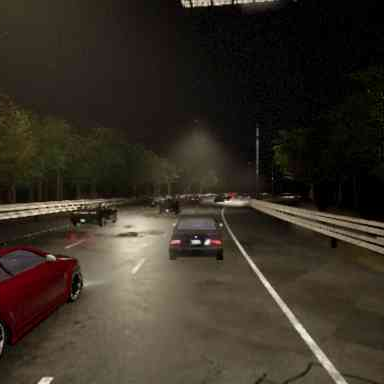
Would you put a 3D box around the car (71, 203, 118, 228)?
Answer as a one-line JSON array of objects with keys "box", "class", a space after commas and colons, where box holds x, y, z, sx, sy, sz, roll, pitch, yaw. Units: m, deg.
[{"box": [-6.344, 1.475, 22.165, 2.128, 1.511, 4.902, 0, 0, 3], "class": "car"}]

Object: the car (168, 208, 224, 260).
[{"box": [0.196, 1.548, 12.481, 2.033, 1.411, 5.357, 0, 0, 2], "class": "car"}]

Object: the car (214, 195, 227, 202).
[{"box": [5.969, 1.521, 71.964, 1.994, 1.385, 4.181, 0, 0, 10], "class": "car"}]

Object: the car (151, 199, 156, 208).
[{"box": [-4.436, 1.584, 47.633, 1.895, 1.301, 4.718, 0, 0, 6], "class": "car"}]

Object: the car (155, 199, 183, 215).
[{"box": [-2.115, 1.496, 33.657, 1.837, 1.490, 4.892, 0, 0, 5], "class": "car"}]

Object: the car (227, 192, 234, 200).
[{"box": [9.604, 1.492, 91.229, 1.994, 1.385, 4.181, 0, 0, 12], "class": "car"}]

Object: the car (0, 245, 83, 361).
[{"box": [-3.369, 1.558, 5.527, 1.994, 1.385, 4.181, 0, 0, 1], "class": "car"}]

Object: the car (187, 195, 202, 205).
[{"box": [0.464, 1.341, 58.181, 2.097, 1.767, 4.553, 0, 0, 8], "class": "car"}]
